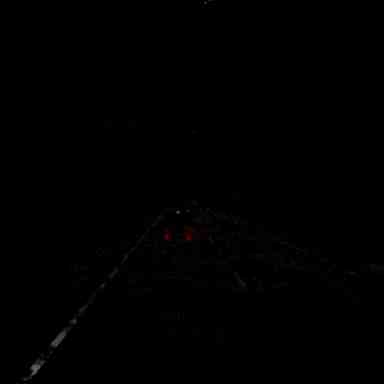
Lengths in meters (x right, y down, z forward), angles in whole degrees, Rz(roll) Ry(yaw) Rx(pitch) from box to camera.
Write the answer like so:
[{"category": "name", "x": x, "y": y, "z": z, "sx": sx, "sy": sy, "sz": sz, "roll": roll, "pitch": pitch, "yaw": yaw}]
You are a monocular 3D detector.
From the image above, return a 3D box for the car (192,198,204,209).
[{"category": "car", "x": 1.046, "y": 2.189, "z": 57.518, "sx": 1.994, "sy": 1.385, "sz": 4.181, "roll": 1, "pitch": -1, "yaw": -2}]

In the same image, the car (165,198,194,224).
[{"category": "car", "x": -1.175, "y": 1.632, "z": 27.865, "sx": 2.097, "sy": 1.767, "sz": 4.553, "roll": 1, "pitch": -1, "yaw": -2}]

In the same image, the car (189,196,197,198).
[{"category": "car", "x": 0.262, "y": 2.012, "z": 73.512, "sx": 2.150, "sy": 2.045, "sz": 5.566, "roll": 1, "pitch": -1, "yaw": -2}]

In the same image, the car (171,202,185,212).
[{"category": "car", "x": -2.023, "y": 2.079, "z": 47.459, "sx": 1.895, "sy": 1.301, "sz": 4.718, "roll": 1, "pitch": -1, "yaw": -2}]
